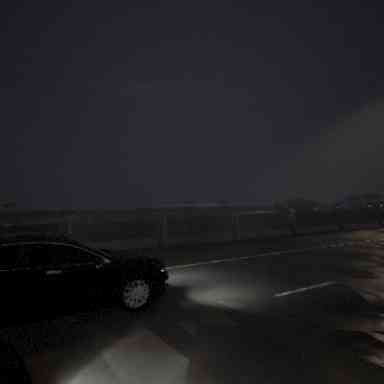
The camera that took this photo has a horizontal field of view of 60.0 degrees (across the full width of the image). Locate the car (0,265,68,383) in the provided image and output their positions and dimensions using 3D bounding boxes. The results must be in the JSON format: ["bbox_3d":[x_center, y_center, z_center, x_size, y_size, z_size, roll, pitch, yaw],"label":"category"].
[{"bbox_3d":[-3.468,1.543,1.285,5.357,1.411,2.033,0,0,-35],"label":"car"}]

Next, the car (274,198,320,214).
[{"bbox_3d":[10.854,1.414,34.226,5.008,1.535,1.882,0,0,-25],"label":"car"}]

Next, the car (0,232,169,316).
[{"bbox_3d":[-2.738,1.492,5.990,4.892,1.490,1.837,0,0,-35],"label":"car"}]

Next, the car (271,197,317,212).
[{"bbox_3d":[11.825,1.406,38.544,5.008,1.535,1.882,0,0,-24],"label":"car"}]

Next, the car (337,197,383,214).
[{"bbox_3d":[15.176,1.454,28.529,4.892,1.490,1.837,0,0,-25],"label":"car"}]

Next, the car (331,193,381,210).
[{"bbox_3d":[16.431,1.162,32.973,5.566,2.045,2.150,0,0,-24],"label":"car"}]
